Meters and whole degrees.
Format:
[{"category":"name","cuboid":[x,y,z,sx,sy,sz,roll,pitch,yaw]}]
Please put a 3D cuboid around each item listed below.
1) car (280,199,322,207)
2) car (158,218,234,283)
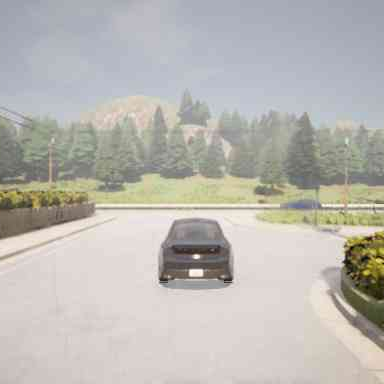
[{"category":"car","cuboid":[12.580,1.521,38.540,4.674,1.442,1.812,0,0,0]},{"category":"car","cuboid":[0.097,1.505,9.687,1.837,1.490,4.892,0,0,0]}]
